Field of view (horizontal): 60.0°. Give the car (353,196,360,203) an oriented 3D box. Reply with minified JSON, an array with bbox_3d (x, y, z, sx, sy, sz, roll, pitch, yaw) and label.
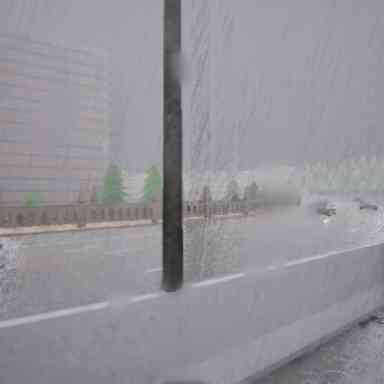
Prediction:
[{"bbox_3d":[34.014,1.470,66.980,1.994,1.385,4.181,0,0,11],"label":"car"}]

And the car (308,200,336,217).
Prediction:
[{"bbox_3d":[12.857,1.573,32.725,1.837,1.490,4.892,0,0,34],"label":"car"}]

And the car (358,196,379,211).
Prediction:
[{"bbox_3d":[22.137,1.606,41.668,1.812,1.442,4.674,0,0,26],"label":"car"}]

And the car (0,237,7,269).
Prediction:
[{"bbox_3d":[-6.971,1.553,7.726,4.674,1.442,1.812,0,0,-36],"label":"car"}]
